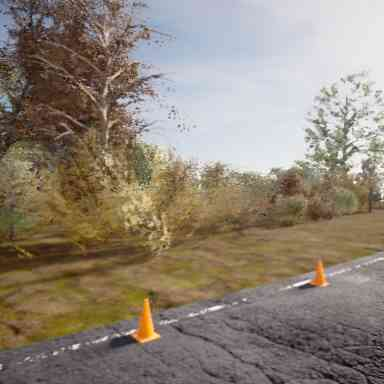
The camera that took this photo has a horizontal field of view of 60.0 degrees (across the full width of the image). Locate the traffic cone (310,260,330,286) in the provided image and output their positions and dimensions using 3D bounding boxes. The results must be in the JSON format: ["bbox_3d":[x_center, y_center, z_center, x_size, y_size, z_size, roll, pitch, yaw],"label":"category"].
[{"bbox_3d":[3.165,1.978,8.223,0.340,0.580,0.340,0,0,-39],"label":"traffic cone"}]

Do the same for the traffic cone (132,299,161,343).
[{"bbox_3d":[-0.716,1.973,5.216,0.340,0.580,0.340,0,0,-37],"label":"traffic cone"}]
